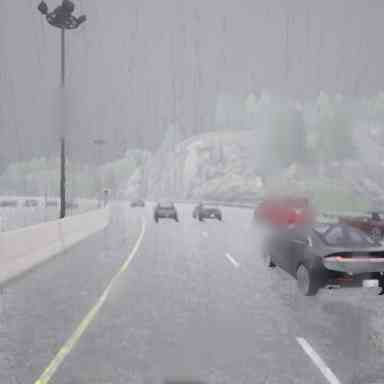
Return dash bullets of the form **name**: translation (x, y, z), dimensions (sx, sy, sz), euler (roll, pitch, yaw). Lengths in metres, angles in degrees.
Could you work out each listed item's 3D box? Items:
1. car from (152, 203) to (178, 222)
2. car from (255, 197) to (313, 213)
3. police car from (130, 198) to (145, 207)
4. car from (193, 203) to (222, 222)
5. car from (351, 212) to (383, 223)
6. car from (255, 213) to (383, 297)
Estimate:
- **car**: translation (-2.305, 1.653, 28.272), dimensions (2.128, 1.511, 4.902), euler (0, 0, -9)
- **car**: translation (5.753, 1.323, 21.346), dimensions (2.150, 2.045, 5.566), euler (0, 0, -6)
- **police car**: translation (-9.452, 1.843, 57.545), dimensions (2.038, 1.542, 4.974), euler (0, 0, -18)
- **car**: translation (1.252, 1.677, 28.222), dimensions (1.812, 1.442, 4.674), euler (0, 0, -9)
- **car**: translation (9.663, 1.671, 17.477), dimensions (1.895, 1.301, 4.718), euler (0, 0, -5)
- **car**: translation (3.265, 1.531, 8.718), dimensions (2.128, 1.511, 4.902), euler (0, 0, -3)
